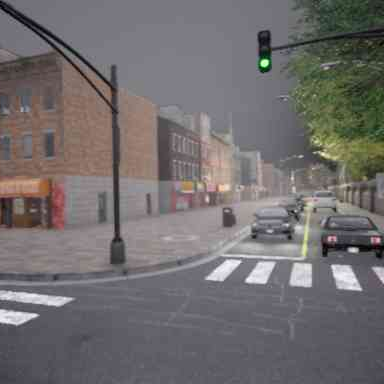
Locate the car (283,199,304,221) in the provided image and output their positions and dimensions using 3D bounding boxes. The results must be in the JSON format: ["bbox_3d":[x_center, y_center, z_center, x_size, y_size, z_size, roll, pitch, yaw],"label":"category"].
[{"bbox_3d":[7.272,1.436,25.405,1.895,1.301,4.718,-1,0,20],"label":"car"}]

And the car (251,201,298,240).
[{"bbox_3d":[4.166,1.431,16.770,1.812,1.442,4.674,-1,0,19],"label":"car"}]

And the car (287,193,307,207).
[{"bbox_3d":[10.719,1.235,34.910,1.882,1.535,5.008,-1,0,20],"label":"car"}]

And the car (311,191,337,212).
[{"bbox_3d":[13.417,0.916,33.844,2.150,2.045,5.566,-1,0,20],"label":"car"}]

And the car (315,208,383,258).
[{"bbox_3d":[5.687,1.471,12.281,1.895,1.301,4.718,-1,0,20],"label":"car"}]
